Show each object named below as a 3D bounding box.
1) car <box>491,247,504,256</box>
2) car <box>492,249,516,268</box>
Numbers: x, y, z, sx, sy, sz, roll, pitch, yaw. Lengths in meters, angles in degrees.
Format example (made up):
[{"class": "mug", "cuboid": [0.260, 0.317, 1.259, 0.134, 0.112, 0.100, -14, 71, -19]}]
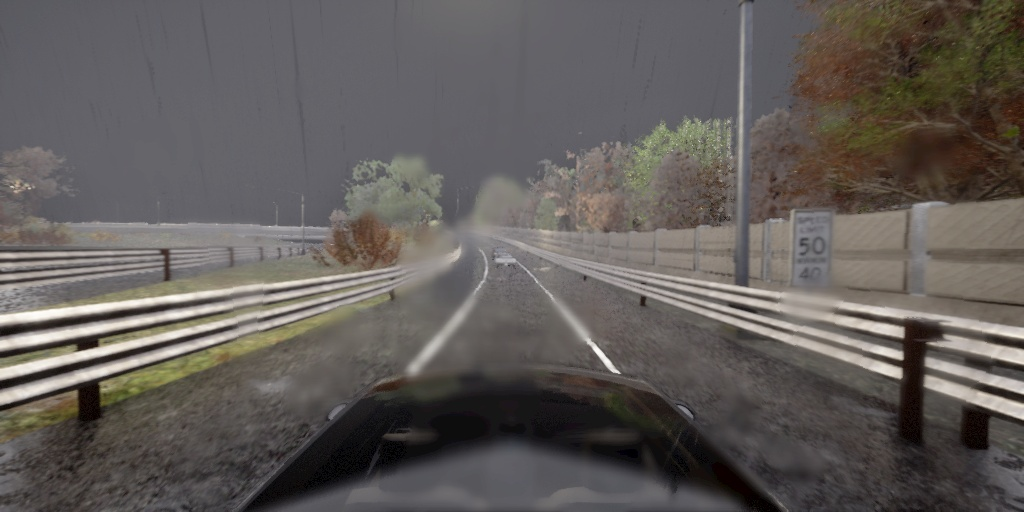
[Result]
[{"class": "car", "cuboid": [-1.738, -0.487, 46.811, 2.033, 1.411, 5.357, 0, 5, -6]}, {"class": "car", "cuboid": [-0.724, 0.379, 35.479, 1.895, 1.301, 4.718, 0, 3, -5]}]
